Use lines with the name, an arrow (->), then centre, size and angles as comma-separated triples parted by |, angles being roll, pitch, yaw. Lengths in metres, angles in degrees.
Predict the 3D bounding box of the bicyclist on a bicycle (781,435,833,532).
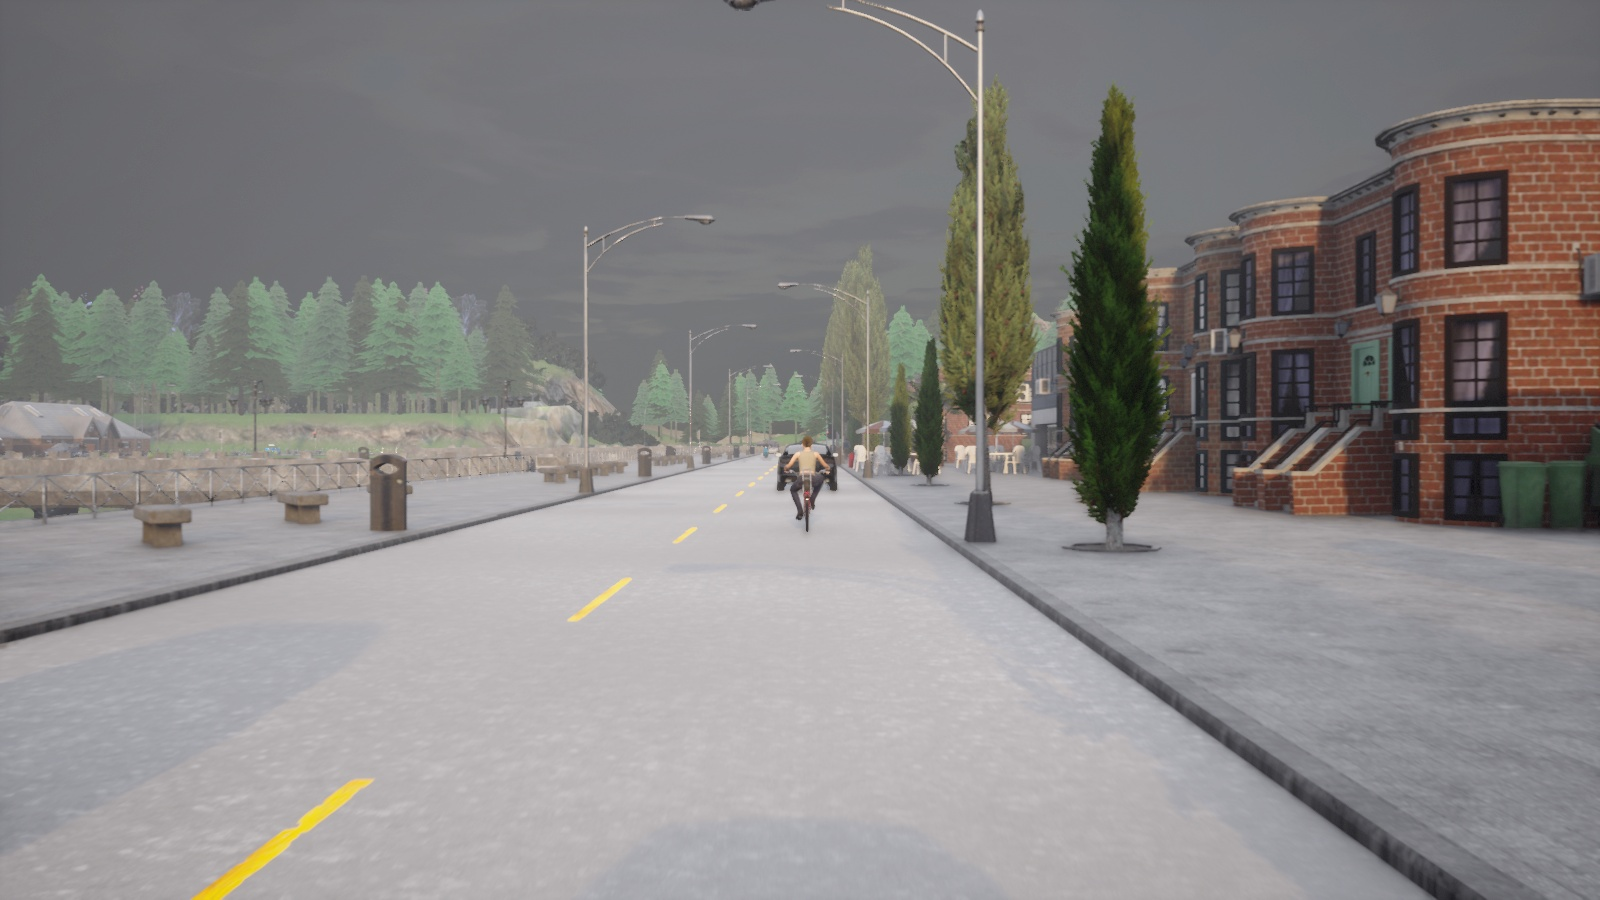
bicyclist on a bicycle -> 0.125, 0.561, 21.631 | 0.866, 1.612, 1.509 | 0, 0, 0

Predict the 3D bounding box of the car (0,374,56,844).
car -> -3.971, 0.574, 2.486 | 2.242, 1.667, 4.611 | 0, 0, 0

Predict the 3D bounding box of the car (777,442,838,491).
car -> 0.239, 0.493, 41.118 | 1.882, 1.535, 5.008 | 0, 0, 0
